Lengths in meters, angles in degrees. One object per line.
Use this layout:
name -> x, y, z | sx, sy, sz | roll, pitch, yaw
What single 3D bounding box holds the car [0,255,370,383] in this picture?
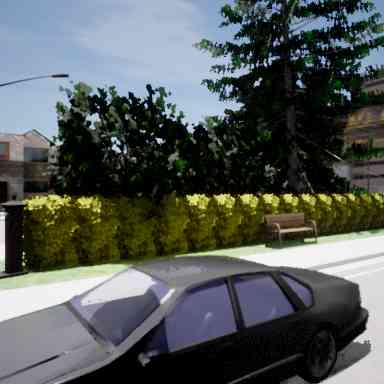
car -> -0.063, 1.547, 3.929 | 5.357, 1.411, 2.033 | 0, 0, -34
